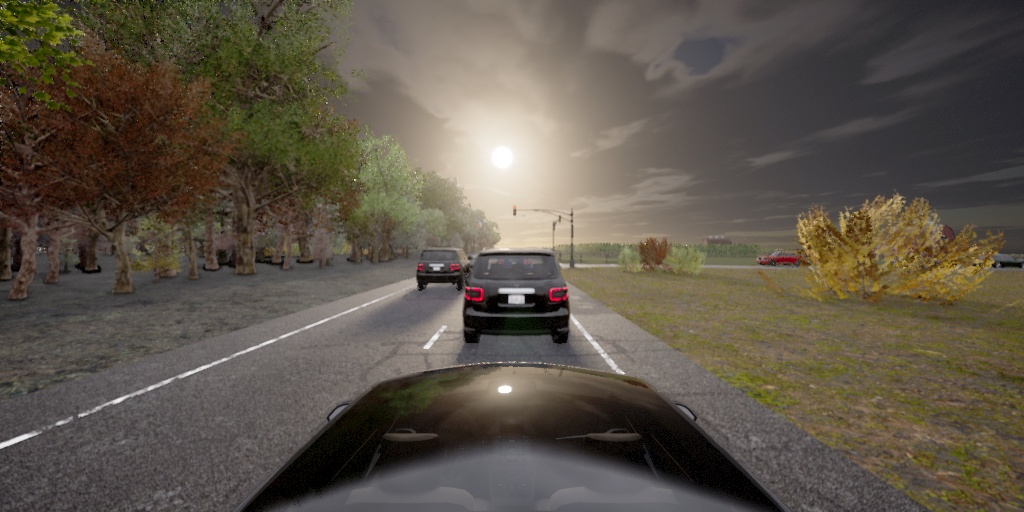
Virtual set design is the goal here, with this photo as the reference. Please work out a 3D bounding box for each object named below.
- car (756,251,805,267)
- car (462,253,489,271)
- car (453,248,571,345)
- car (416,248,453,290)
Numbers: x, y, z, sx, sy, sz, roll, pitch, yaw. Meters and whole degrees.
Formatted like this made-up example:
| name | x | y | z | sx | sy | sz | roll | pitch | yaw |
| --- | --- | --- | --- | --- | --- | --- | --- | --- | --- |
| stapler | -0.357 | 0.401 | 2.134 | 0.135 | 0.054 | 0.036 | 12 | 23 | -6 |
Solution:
| name | x | y | z | sx | sy | sz | roll | pitch | yaw |
| --- | --- | --- | --- | --- | --- | --- | --- | --- | --- |
| car | 35.164 | 0.389 | 46.953 | 5.566 | 2.045 | 2.150 | 1 | 0 | 1 |
| car | -3.377 | 0.515 | 34.155 | 2.128 | 1.511 | 4.902 | 0 | 1 | 0 |
| car | 0.100 | 0.807 | 9.105 | 2.150 | 2.045 | 5.566 | 0 | 1 | 0 |
| car | -3.386 | 0.591 | 18.753 | 2.150 | 2.045 | 5.566 | 0 | 1 | 0 |
